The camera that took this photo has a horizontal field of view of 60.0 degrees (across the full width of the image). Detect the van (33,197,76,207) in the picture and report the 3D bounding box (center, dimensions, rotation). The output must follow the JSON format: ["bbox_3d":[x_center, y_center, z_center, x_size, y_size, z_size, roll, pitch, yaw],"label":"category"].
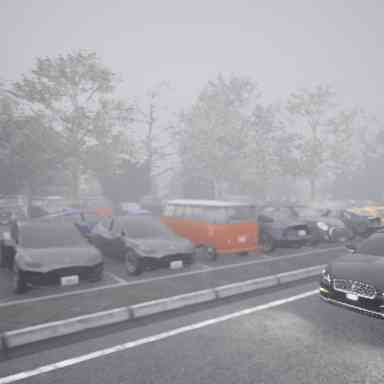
[{"bbox_3d":[-9.252,1.281,21.486,1.878,1.987,4.442,0,0,-35],"label":"van"}]

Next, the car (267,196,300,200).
[{"bbox_3d":[8.726,1.397,34.432,2.435,2.045,5.566,1,0,-35],"label":"car"}]

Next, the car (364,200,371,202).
[{"bbox_3d":[19.913,1.676,42.381,2.185,1.767,4.553,1,0,-35],"label":"car"}]

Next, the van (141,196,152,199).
[{"bbox_3d":[-2.468,1.305,26.314,1.878,1.987,4.442,0,0,-36],"label":"van"}]

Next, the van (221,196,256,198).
[{"bbox_3d":[4.057,1.361,31.225,1.878,1.987,4.442,1,0,-35],"label":"van"}]

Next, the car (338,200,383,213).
[{"bbox_3d":[22.192,1.832,43.955,2.097,1.535,5.008,1,0,-35],"label":"car"}]

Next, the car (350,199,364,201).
[{"bbox_3d":[17.790,1.802,40.798,2.163,1.488,4.792,1,0,-35],"label":"car"}]

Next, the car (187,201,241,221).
[{"bbox_3d":[1.847,1.592,29.547,2.163,1.488,4.792,1,0,-35],"label":"car"}]

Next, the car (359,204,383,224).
[{"bbox_3d":[7.247,1.547,17.297,2.231,1.521,4.892,1,0,-35],"label":"car"}]

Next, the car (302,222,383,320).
[{"bbox_3d":[4.683,1.535,7.035,4.892,1.490,1.837,0,0,-36],"label":"car"}]

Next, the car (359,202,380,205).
[{"bbox_3d":[9.393,1.562,19.056,1.946,1.575,5.366,1,0,-35],"label":"car"}]

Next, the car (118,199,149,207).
[{"bbox_3d":[-4.806,1.521,24.793,2.097,1.535,5.008,0,0,-35],"label":"car"}]

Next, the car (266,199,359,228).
[{"bbox_3d":[4.960,1.407,15.718,2.185,1.767,4.553,0,0,-35],"label":"car"}]

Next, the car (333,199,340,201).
[{"bbox_3d":[13.364,1.707,37.463,1.946,1.575,5.366,1,0,-35],"label":"car"}]

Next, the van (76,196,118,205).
[{"bbox_3d":[-7.128,1.288,23.281,1.878,1.987,4.442,0,0,-35],"label":"van"}]

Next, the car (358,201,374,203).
[{"bbox_3d":[11.770,1.586,20.289,1.946,1.575,5.366,1,0,-35],"label":"car"}]

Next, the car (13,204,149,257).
[{"bbox_3d":[-4.640,1.505,14.307,5.008,1.535,1.882,0,0,-35],"label":"car"}]

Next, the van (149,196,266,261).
[{"bbox_3d":[0.386,1.290,12.575,1.878,1.987,4.442,0,0,-35],"label":"van"}]

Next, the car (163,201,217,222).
[{"bbox_3d":[-0.305,1.573,28.019,2.163,1.488,4.792,0,0,-35],"label":"car"}]

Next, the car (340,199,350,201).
[{"bbox_3d":[15.516,1.781,39.216,2.002,1.452,4.674,1,0,-35],"label":"car"}]

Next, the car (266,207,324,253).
[{"bbox_3d":[2.700,1.553,14.111,2.163,1.488,4.792,0,0,-35],"label":"car"}]

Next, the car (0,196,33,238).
[{"bbox_3d":[-11.561,1.249,19.955,2.435,2.045,5.566,0,0,-35],"label":"car"}]

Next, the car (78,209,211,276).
[{"bbox_3d":[-1.794,1.539,10.848,2.163,1.488,4.792,0,0,-35],"label":"car"}]
